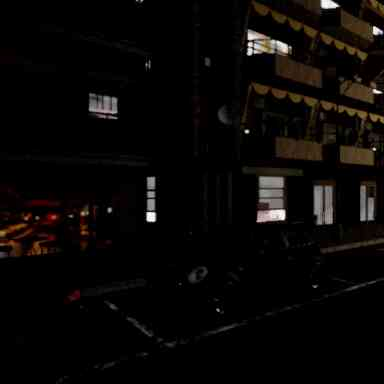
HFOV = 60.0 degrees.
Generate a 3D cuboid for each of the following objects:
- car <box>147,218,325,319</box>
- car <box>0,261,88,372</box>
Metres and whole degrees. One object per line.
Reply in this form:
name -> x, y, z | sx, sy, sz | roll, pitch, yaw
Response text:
car -> 1.041, 1.442, 7.310 | 4.097, 1.590, 1.967 | 0, 0, -36
car -> -3.457, 1.582, 4.099 | 4.206, 1.307, 1.802 | 0, 0, -36
